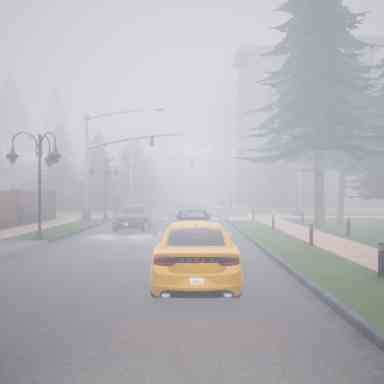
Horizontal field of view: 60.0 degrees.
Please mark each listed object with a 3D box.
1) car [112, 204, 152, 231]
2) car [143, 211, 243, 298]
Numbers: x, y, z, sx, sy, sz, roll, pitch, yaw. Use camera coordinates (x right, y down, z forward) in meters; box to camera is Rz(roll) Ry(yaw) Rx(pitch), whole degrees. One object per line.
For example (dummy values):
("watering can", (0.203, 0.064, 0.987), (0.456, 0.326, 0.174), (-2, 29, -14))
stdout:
("car", (-3.566, 1.528, 20.432), (1.837, 1.490, 4.892), (0, 0, 0))
("car", (0.084, 1.478, 8.553), (1.882, 1.535, 5.008), (0, 0, 0))
